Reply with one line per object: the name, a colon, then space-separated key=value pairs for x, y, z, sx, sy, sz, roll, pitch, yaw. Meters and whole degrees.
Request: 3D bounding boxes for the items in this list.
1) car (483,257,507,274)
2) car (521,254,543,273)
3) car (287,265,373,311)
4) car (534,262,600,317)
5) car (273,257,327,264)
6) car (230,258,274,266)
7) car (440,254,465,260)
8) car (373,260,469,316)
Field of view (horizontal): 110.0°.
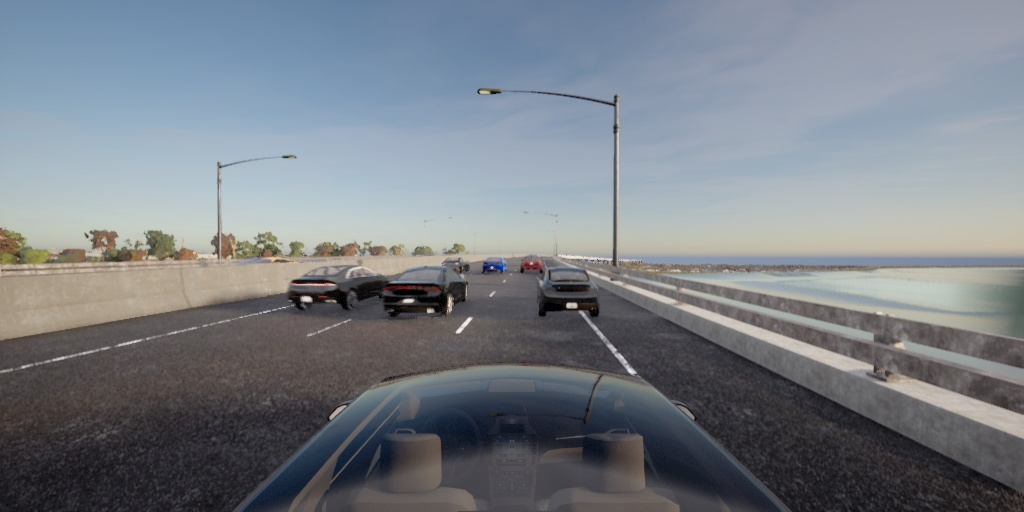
car: x=-1.585 y=0.827 z=33.999 sx=1.882 sy=1.535 sz=5.008 roll=0 pitch=1 yaw=4
car: x=1.977 y=0.685 z=35.626 sx=2.097 sy=1.767 sz=4.553 roll=0 pitch=1 yaw=4
car: x=-6.265 y=1.086 z=13.596 sx=2.128 sy=1.511 sz=4.902 roll=0 pitch=1 yaw=3
car: x=1.811 y=1.122 z=12.533 sx=1.837 sy=1.490 sz=4.892 roll=0 pitch=1 yaw=3
car: x=-16.128 y=0.946 z=28.862 sx=2.033 sy=1.411 sz=5.357 roll=0 pitch=1 yaw=3
car: x=-19.618 y=0.870 z=29.036 sx=1.882 sy=1.535 sz=5.008 roll=0 pitch=1 yaw=3
car: x=-5.159 y=0.851 z=32.973 sx=2.128 sy=1.511 sz=4.902 roll=0 pitch=1 yaw=4
car: x=-2.808 y=1.086 z=12.651 sx=1.882 sy=1.535 sz=5.008 roll=0 pitch=1 yaw=3
